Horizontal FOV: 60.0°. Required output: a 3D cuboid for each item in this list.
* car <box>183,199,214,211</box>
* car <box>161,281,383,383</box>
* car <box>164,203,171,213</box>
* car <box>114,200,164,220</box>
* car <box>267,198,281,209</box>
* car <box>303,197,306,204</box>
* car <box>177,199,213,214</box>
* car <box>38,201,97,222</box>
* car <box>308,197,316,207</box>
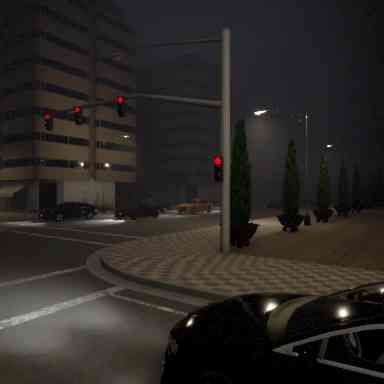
[{"bbox_3d":[0.940,1.619,43.107,1.994,1.385,4.181,0,0,36],"label":"car"},{"bbox_3d":[1.928,1.492,2.598,4.902,1.511,2.128,0,0,36],"label":"car"},{"bbox_3d":[-4.511,1.603,35.418,2.033,1.411,5.357,0,0,35],"label":"car"},{"bbox_3d":[-4.757,1.619,29.005,1.994,1.385,4.181,0,0,35],"label":"car"},{"bbox_3d":[12.246,1.603,46.660,2.033,1.411,5.357,0,0,35],"label":"car"},{"bbox_3d":[20.633,1.547,58.529,2.128,1.511,4.902,0,0,35],"label":"car"},{"bbox_3d":[0.394,1.533,36.293,1.882,1.535,5.008,0,0,35],"label":"car"},{"bbox_3d":[-10.132,1.560,27.461,1.837,1.490,4.892,0,0,35],"label":"car"},{"bbox_3d":[19.791,1.619,51.265,1.994,1.385,4.181,0,0,35],"label":"car"}]
